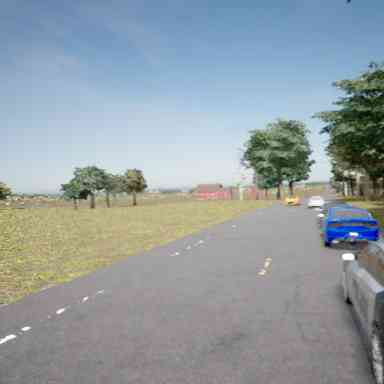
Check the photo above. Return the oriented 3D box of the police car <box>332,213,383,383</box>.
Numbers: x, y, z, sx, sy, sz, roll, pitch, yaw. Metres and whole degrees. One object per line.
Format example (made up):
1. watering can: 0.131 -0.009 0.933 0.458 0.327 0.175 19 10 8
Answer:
1. police car: 3.391 1.342 4.842 1.930 1.638 5.238 -2 0 18

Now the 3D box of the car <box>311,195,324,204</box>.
1. car: 20.653 1.231 54.587 1.895 1.301 4.718 -2 0 23

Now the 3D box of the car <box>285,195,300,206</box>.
1. car: 15.264 1.268 50.500 1.882 1.535 5.008 -2 0 22

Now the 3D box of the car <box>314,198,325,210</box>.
1. car: 8.508 1.342 19.822 1.837 1.490 4.892 -2 0 19

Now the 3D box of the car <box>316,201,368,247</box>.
1. car: 6.538 1.347 14.180 1.882 1.535 5.008 -2 0 19

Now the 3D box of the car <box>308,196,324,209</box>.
1. car: 15.331 1.259 41.046 1.812 1.442 4.674 -2 0 22
